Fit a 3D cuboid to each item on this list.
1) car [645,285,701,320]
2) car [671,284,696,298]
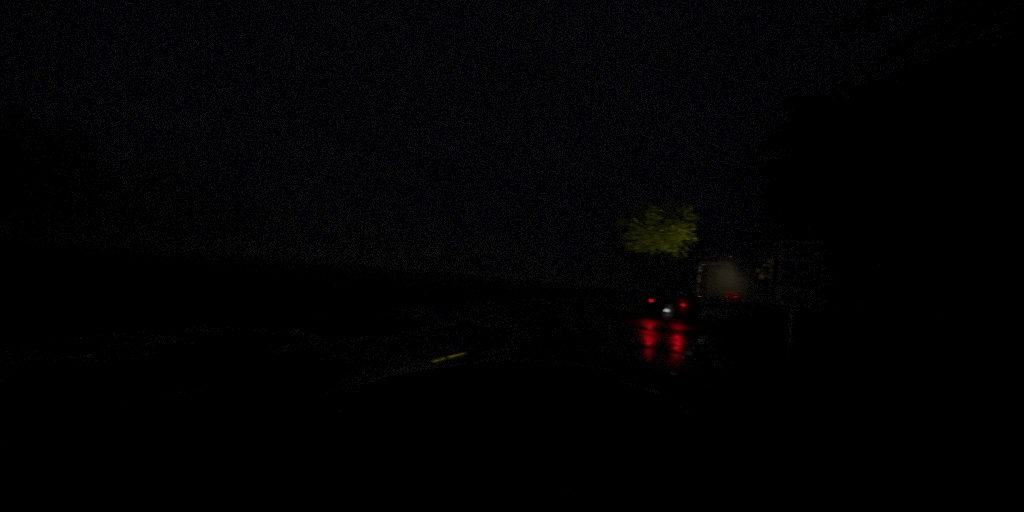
[{"bbox_3d":[7.940,2.216,17.368,1.895,1.301,4.718,5,-1,34],"label":"car"},{"bbox_3d":[20.717,4.246,43.192,1.994,1.385,4.181,5,-2,34],"label":"car"}]
